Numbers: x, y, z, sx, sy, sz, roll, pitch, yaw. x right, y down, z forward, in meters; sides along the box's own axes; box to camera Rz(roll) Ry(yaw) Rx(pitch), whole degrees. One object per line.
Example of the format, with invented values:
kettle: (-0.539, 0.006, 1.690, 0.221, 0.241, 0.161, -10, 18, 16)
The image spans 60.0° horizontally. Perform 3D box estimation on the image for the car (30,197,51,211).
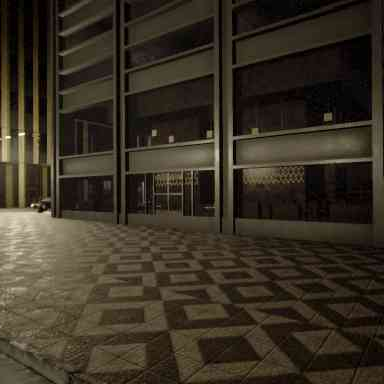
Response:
car: (-16.002, 1.343, 38.249, 2.128, 1.511, 4.902, 0, 0, 36)
